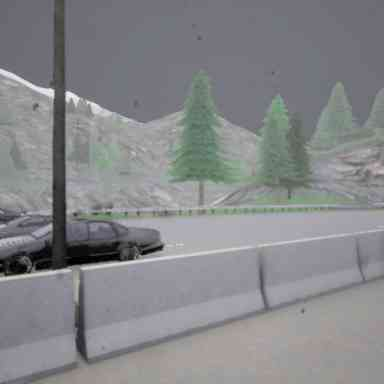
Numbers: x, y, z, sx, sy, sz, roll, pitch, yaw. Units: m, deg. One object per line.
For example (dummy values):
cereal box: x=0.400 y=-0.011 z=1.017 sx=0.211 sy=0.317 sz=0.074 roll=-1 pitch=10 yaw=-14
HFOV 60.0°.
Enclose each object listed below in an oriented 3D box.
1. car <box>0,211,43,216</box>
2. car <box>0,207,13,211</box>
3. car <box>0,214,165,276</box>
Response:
car: x=-5.968 y=1.522 z=12.472 sx=4.181 sy=1.385 sz=1.994 roll=0 pitch=0 yaw=-34
car: x=-11.455 y=1.441 z=17.186 sx=4.892 sy=1.490 sz=1.837 roll=0 pitch=0 yaw=-35
car: x=-3.469 y=1.516 z=10.007 sx=5.357 sy=1.411 sz=2.033 roll=0 pitch=0 yaw=-34
